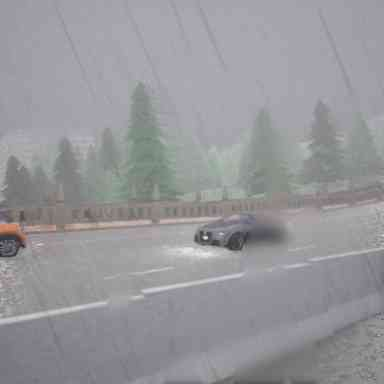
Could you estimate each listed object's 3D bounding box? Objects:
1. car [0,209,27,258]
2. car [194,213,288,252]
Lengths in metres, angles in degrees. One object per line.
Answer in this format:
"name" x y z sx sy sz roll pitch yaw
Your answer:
"car" -8.109 1.351 11.102 4.553 1.767 2.097 0 0 -35
"car" 2.155 1.592 14.121 4.181 1.385 1.994 0 0 -35
